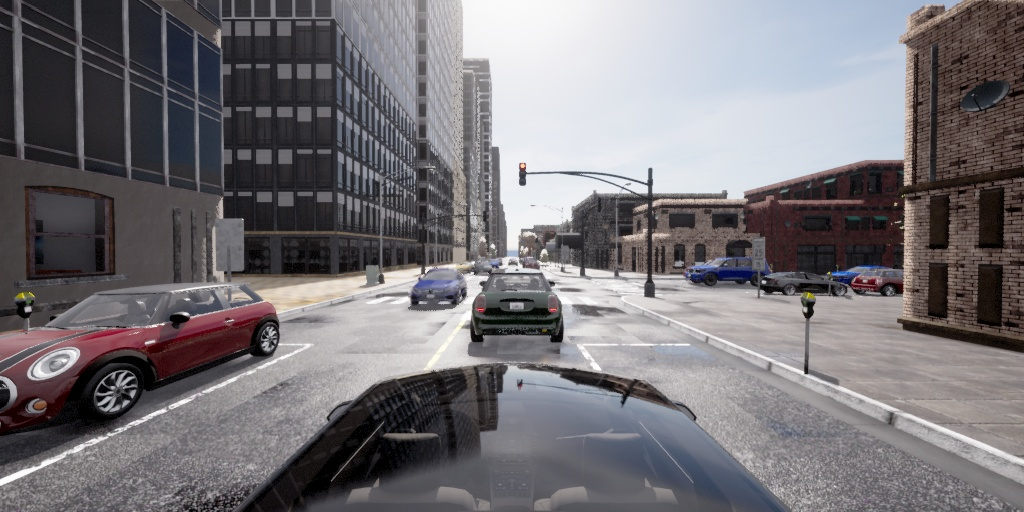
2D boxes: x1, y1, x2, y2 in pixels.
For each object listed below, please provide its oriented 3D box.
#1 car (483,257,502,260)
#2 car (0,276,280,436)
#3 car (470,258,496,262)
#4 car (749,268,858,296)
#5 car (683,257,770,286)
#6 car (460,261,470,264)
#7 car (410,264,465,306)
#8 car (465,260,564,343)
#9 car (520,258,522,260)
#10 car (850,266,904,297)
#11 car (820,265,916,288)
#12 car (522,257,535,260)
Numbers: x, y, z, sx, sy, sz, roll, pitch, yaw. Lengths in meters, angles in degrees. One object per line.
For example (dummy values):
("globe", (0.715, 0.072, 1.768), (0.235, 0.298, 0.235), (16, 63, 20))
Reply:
("car", (-3.015, 1.215, 54.922), (1.882, 1.535, 5.008), (0, 0, 0))
("car", (-5.686, 1.189, 5.572), (1.967, 1.591, 4.097), (0, 0, 0))
("car", (-3.046, 1.266, 38.374), (1.812, 1.442, 4.674), (0, 0, 0))
("car", (16.438, 1.547, 20.415), (4.313, 1.339, 1.948), (0, 0, 1))
("car", (15.765, 1.105, 26.203), (5.566, 2.045, 2.150), (1, 1, 1))
("car", (-5.769, 1.265, 43.349), (1.751, 1.417, 4.829), (0, 0, 0))
("car", (-3.082, 1.271, 15.912), (1.812, 1.442, 4.674), (0, 0, 0))
("car", (0.147, 1.100, 9.871), (2.097, 1.767, 4.553), (0, 0, 1))
("car", (2.774, 1.052, 60.384), (2.192, 1.841, 5.009), (0, 0, 0))
("car", (21.986, 1.474, 20.336), (4.097, 1.591, 1.967), (0, 0, 1))
("car", (25.733, 1.456, 26.063), (5.008, 1.535, 1.882), (1, 1, 1))
("car", (2.758, 1.179, 49.096), (1.967, 1.591, 4.097), (0, 0, 0))
